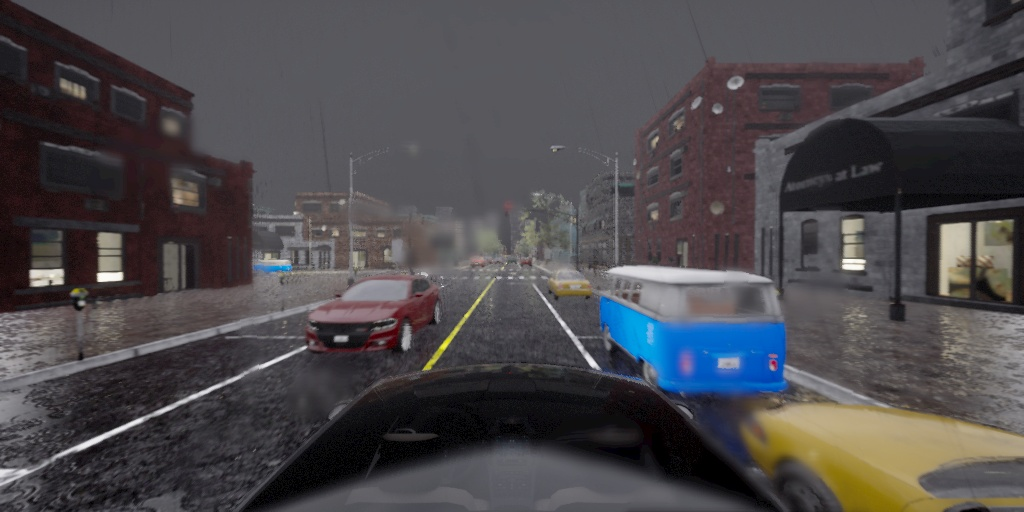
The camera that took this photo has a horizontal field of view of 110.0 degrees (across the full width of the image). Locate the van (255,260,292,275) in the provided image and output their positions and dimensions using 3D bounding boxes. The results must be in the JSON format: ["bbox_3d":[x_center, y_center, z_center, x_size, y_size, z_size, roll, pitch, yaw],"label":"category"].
[{"bbox_3d":[-30.307,1.439,45.646,3.998,1.789,1.690,0,0,-1],"label":"van"}]

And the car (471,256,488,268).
[{"bbox_3d":[-5.701,1.032,60.969,2.192,1.841,5.009,0,0,0],"label":"car"}]

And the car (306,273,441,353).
[{"bbox_3d":[-3.099,1.224,9.001,1.882,1.535,5.008,0,0,0],"label":"car"}]

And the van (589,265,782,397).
[{"bbox_3d":[2.693,1.088,6.281,1.690,1.789,3.998,0,0,0],"label":"van"}]

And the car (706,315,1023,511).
[{"bbox_3d":[2.695,1.276,0.902,1.751,1.417,4.829,0,0,0],"label":"car"}]

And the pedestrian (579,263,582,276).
[{"bbox_3d":[6.128,1.156,32.059,0.375,1.300,0.375,-1,1,0],"label":"pedestrian"}]

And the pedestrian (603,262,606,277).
[{"bbox_3d":[8.128,1.136,31.459,0.375,1.300,0.375,-1,1,0],"label":"pedestrian"}]

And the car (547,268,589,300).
[{"bbox_3d":[2.691,1.267,17.547,1.751,1.417,4.829,0,0,0],"label":"car"}]

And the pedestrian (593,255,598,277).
[{"bbox_3d":[7.128,0.870,30.856,0.375,1.860,0.375,-1,1,0],"label":"pedestrian"}]
